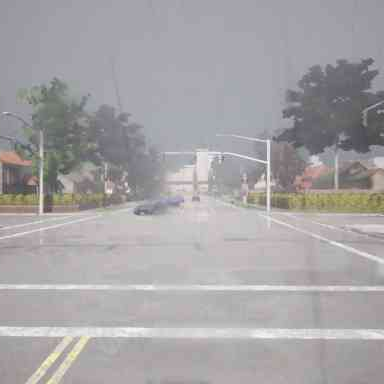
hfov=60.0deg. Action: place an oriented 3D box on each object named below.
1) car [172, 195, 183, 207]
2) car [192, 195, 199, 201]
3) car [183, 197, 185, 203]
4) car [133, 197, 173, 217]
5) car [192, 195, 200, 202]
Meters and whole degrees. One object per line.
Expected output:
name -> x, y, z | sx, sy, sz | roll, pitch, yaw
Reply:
car -> -2.825, 1.477, 49.895 | 1.882, 1.535, 5.008 | 0, 0, 0
car -> 1.032, 1.514, 89.479 | 1.812, 1.442, 4.674 | 0, 0, 0
car -> -2.624, 1.351, 68.264 | 2.097, 1.767, 4.553 | 0, 0, 1
car -> -3.837, 1.548, 32.288 | 2.033, 1.411, 5.357 | 0, 0, 14
car -> 0.964, 1.500, 79.081 | 1.837, 1.490, 4.892 | 0, 0, 0
